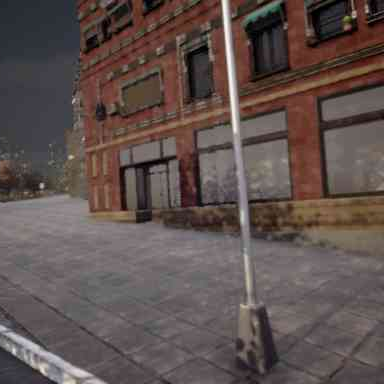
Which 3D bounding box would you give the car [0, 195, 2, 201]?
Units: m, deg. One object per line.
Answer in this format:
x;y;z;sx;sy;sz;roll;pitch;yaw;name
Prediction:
-31.549;0.943;50.911;2.150;2.045;5.566;-5;2;0;car
